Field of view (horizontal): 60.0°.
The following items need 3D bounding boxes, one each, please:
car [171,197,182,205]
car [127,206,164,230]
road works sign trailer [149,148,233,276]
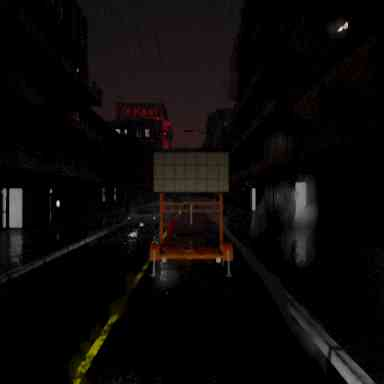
[{"bbox_3d":[-2.942,1.627,61.871,1.812,1.442,4.674,0,0,0],"label":"car"},{"bbox_3d":[-2.896,1.597,21.360,1.895,1.301,4.718,0,0,0],"label":"car"},{"bbox_3d":[-0.022,0.454,10.253,2.380,3.560,2.880,0,0,0],"label":"road works sign trailer"}]
